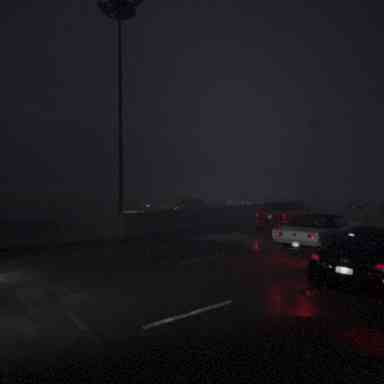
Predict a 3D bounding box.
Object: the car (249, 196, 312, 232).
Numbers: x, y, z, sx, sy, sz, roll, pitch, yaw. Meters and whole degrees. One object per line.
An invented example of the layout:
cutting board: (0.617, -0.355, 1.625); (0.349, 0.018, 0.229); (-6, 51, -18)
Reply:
car: (5.448, 1.281, 18.607); (2.097, 1.767, 4.553); (0, 0, 43)

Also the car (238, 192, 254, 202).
car: (11.757, 1.013, 70.291); (2.150, 2.045, 5.566); (0, 0, 19)

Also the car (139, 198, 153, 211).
car: (-4.376, 1.463, 40.145); (1.837, 1.490, 4.892); (0, 0, 33)

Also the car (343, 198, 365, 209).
car: (17.495, 1.337, 35.740); (1.812, 1.442, 4.674); (0, 0, 28)

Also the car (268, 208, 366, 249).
car: (5.237, 1.541, 13.263); (4.718, 1.301, 1.895); (-1, 0, -44)

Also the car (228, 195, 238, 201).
car: (9.357, 1.322, 74.141); (1.812, 1.442, 4.674); (0, 0, 19)

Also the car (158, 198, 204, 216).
car: (-0.989, 1.425, 32.889); (1.882, 1.535, 5.008); (0, 0, 37)

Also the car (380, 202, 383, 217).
car: (16.835, 1.309, 27.679); (1.882, 1.535, 5.008); (0, 0, 33)

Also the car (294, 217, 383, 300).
car: (4.530, 1.519, 7.944); (4.181, 1.385, 1.994); (0, 0, -41)

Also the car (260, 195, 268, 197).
car: (15.412, 1.313, 70.176); (1.994, 1.385, 4.181); (0, 0, 19)

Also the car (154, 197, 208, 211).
car: (-0.593, 1.306, 27.839); (2.097, 1.767, 4.553); (0, 0, 39)
